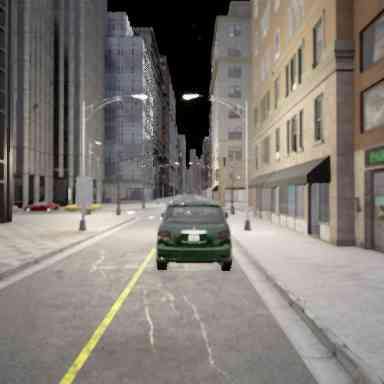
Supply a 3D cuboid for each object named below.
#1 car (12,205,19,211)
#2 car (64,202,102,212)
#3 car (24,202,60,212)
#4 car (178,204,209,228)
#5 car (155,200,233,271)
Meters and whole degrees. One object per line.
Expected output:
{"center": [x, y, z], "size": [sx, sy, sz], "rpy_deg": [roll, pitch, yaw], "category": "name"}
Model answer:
{"center": [-25.656, 1.990, 44.033], "size": [4.829, 1.417, 1.752], "rpy_deg": [-1, 0, 0], "category": "car"}
{"center": [-14.408, 1.878, 44.100], "size": [4.829, 1.417, 1.752], "rpy_deg": [-1, 0, 0], "category": "car"}
{"center": [-19.862, 1.952, 44.067], "size": [4.507, 1.381, 1.887], "rpy_deg": [-1, 0, 0], "category": "car"}
{"center": [0.090, 1.655, 24.646], "size": [2.033, 1.411, 5.357], "rpy_deg": [0, 0, 0], "category": "car"}
{"center": [0.088, 1.273, 11.191], "size": [2.150, 2.045, 5.566], "rpy_deg": [0, 0, 1], "category": "car"}
